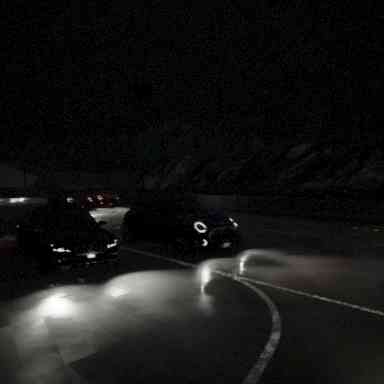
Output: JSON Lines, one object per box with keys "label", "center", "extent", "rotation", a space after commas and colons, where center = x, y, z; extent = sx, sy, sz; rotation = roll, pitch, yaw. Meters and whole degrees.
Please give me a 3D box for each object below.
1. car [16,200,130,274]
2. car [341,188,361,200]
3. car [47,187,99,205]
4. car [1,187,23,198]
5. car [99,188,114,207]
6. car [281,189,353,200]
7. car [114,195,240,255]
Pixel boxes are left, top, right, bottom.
{"label": "car", "center": [-3.824, 1.199, 9.760], "extent": [1.837, 1.490, 4.892], "rotation": [0, 2, -37]}
{"label": "car", "center": [13.472, 0.462, 32.765], "extent": [1.837, 1.490, 4.892], "rotation": [-2, 3, -45]}
{"label": "car", "center": [-9.560, 0.540, 25.938], "extent": [2.097, 1.767, 4.553], "rotation": [-2, 3, -45]}
{"label": "car", "center": [-25.616, 0.018, 47.350], "extent": [2.128, 1.511, 4.902], "rotation": [-2, 2, -44]}
{"label": "car", "center": [-8.477, 0.417, 29.824], "extent": [2.097, 1.767, 4.553], "rotation": [-2, 3, -45]}
{"label": "car", "center": [9.567, 0.695, 26.757], "extent": [2.033, 1.411, 5.357], "rotation": [-2, 3, -45]}
{"label": "car", "center": [-0.501, 0.981, 11.757], "extent": [2.097, 1.767, 4.553], "rotation": [-2, 3, -45]}
